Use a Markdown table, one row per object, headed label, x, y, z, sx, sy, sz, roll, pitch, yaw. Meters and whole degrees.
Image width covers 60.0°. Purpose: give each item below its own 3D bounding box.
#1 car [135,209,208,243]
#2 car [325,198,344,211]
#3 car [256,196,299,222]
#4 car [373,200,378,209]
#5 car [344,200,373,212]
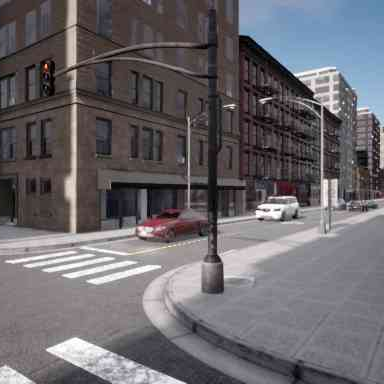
| label | x | y | z | sx | sy | sz | roll | pitch | yaw |
| --- | --- | --- | --- | --- | --- | --- | --- | --- | --- |
| car | -0.817 | 1.617 | 16.910 | 1.812 | 1.442 | 4.674 | 0 | 0 | 36 |
| car | 19.795 | 1.641 | 45.727 | 2.097 | 1.767 | 4.553 | 0 | 0 | 35 |
| car | 7.466 | 1.390 | 28.576 | 2.150 | 2.045 | 5.566 | 0 | 1 | 35 |
| car | 27.785 | 1.905 | 52.034 | 1.994 | 1.385 | 4.181 | 0 | 0 | 35 |
| car | 22.034 | 1.782 | 43.955 | 2.128 | 1.511 | 4.902 | 0 | 0 | 36 |
